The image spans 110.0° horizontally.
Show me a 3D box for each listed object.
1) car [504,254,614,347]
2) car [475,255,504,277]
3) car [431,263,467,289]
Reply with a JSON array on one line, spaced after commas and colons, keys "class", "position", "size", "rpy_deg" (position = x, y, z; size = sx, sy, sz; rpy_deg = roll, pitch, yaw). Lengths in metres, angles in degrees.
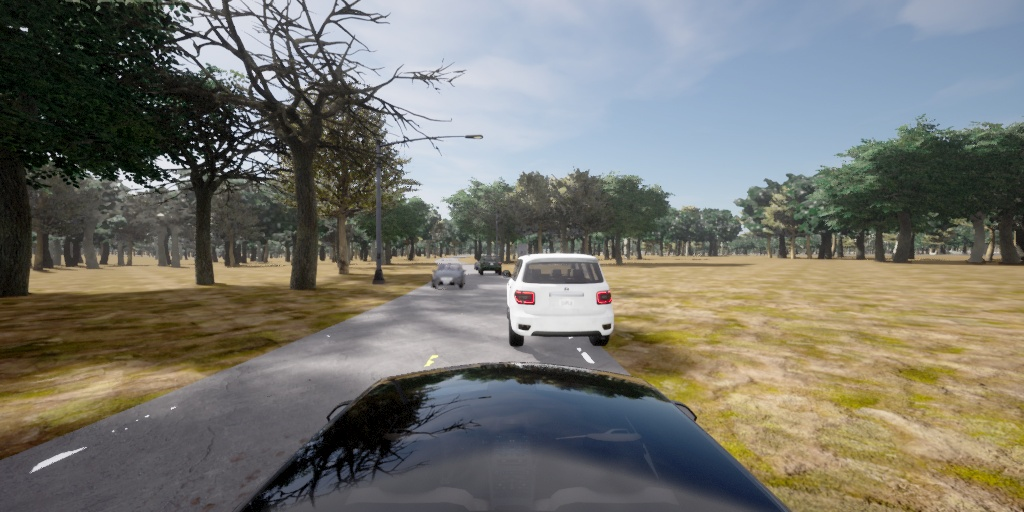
[{"class": "car", "position": [0.964, 0.967, 9.497], "size": [2.150, 2.045, 5.566], "rpy_deg": [0, 0, -2]}, {"class": "car", "position": [-2.371, 0.899, 37.738], "size": [2.150, 2.045, 5.566], "rpy_deg": [0, 0, -9]}, {"class": "car", "position": [-3.899, 1.219, 22.664], "size": [2.128, 1.511, 4.902], "rpy_deg": [0, 0, -5]}]
